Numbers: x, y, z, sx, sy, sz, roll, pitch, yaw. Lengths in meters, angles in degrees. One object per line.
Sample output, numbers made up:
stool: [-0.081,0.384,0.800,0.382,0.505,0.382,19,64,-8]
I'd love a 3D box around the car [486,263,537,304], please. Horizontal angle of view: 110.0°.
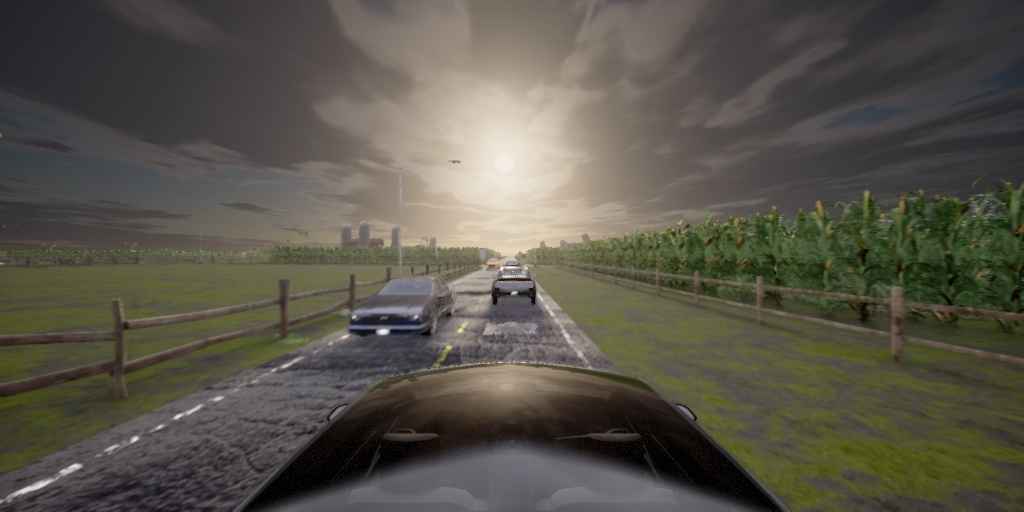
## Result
car: [0.093,1.237,16.317,2.128,1.511,4.902,0,0,0]

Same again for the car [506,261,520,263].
car: [0.097,1.236,36.704,1.837,1.490,4.892,0,0,0]

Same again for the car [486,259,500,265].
car: [-2.802,1.192,53.858,1.882,1.535,5.008,0,0,0]

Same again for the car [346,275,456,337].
car: [-2.850,1.295,10.594,2.033,1.411,5.357,0,0,0]
